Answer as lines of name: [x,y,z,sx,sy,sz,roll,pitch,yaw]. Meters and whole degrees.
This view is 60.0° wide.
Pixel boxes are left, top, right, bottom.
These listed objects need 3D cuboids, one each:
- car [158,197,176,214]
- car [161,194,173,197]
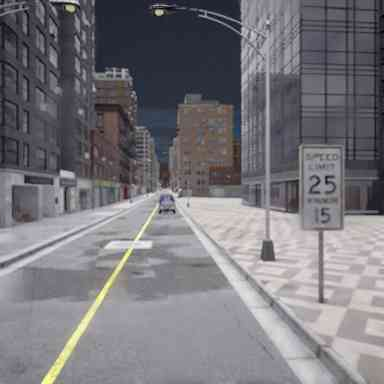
car: [-2.714,1.614,36.534,2.033,1.411,5.357,0,0,-4]
car: [-3.560,1.269,47.178,2.150,2.045,5.566,0,0,-4]
